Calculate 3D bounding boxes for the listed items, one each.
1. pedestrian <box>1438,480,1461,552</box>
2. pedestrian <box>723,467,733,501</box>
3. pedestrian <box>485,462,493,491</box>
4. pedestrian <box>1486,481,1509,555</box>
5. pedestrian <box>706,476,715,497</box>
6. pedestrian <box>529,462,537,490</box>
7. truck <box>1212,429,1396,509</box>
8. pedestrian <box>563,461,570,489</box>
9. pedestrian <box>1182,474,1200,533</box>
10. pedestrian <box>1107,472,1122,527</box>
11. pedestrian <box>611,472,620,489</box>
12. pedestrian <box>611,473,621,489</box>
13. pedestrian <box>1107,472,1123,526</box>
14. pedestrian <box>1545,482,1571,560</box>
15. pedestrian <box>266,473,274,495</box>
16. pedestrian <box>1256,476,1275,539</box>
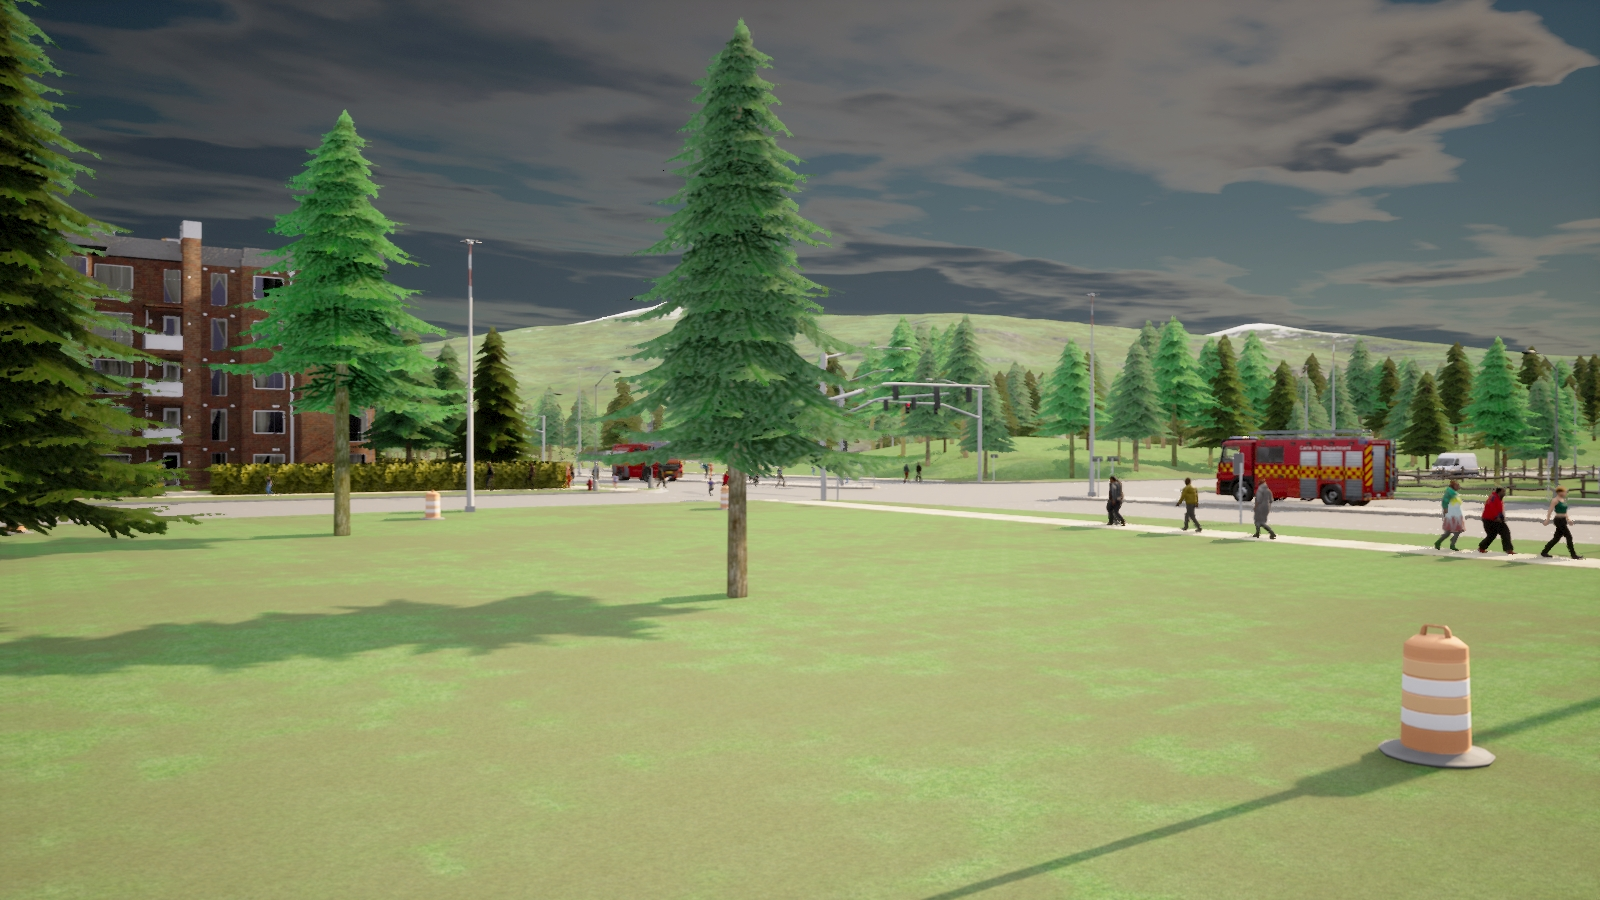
[{"bbox_3d":[17.044,1.712,29.988,0.375,1.860,0.375,0,0,-30],"label":"pedestrian"},{"bbox_3d":[-3.984,1.868,62.974,0.375,1.860,0.375,0,0,45],"label":"pedestrian"},{"bbox_3d":[-20.096,1.708,73.902,0.375,1.860,0.375,0,0,-35],"label":"pedestrian"},{"bbox_3d":[17.643,1.711,28.897,0.375,1.860,0.375,0,0,-29],"label":"pedestrian"},{"bbox_3d":[-5.416,2.208,69.291,0.375,1.300,0.375,0,0,-36],"label":"pedestrian"},{"bbox_3d":[-17.664,1.710,75.608,0.375,1.860,0.375,0,0,-34],"label":"pedestrian"},{"bbox_3d":[25.992,0.916,59.420,2.891,3.827,8.468,0,0,-34],"label":"truck"},{"bbox_3d":[-15.818,1.711,77.458,0.375,1.860,0.375,0,0,-22],"label":"pedestrian"},{"bbox_3d":[12.499,1.711,36.512,0.375,1.860,0.375,0,0,-28],"label":"pedestrian"},{"bbox_3d":[10.879,1.711,39.527,0.375,1.860,0.375,0,0,-30],"label":"pedestrian"},{"bbox_3d":[-12.621,2.091,78.031,0.500,1.100,0.500,0,0,-26],"label":"pedestrian"},{"bbox_3d":[-12.464,2.092,77.392,0.500,1.100,0.500,0,0,-44],"label":"pedestrian"},{"bbox_3d":[11.092,1.711,40.202,0.375,1.860,0.375,0,0,-30],"label":"pedestrian"},{"bbox_3d":[18.331,1.711,27.631,0.375,1.860,0.375,0,0,-28],"label":"pedestrian"},{"bbox_3d":[-30.865,1.983,66.566,0.375,1.300,0.375,0,0,-36],"label":"pedestrian"},{"bbox_3d":[13.855,1.711,34.028,0.375,1.860,0.375,0,0,-29],"label":"pedestrian"}]
